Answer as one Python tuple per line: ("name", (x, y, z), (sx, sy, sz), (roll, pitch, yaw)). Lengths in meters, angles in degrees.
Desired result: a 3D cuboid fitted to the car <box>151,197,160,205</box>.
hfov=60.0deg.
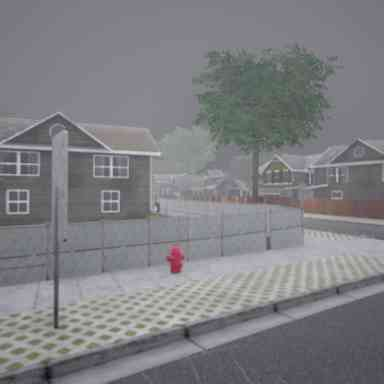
("car", (-6.369, 1.548, 55.996), (2.128, 1.511, 4.902), (0, 0, -22))
